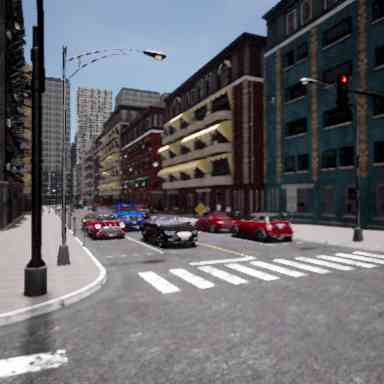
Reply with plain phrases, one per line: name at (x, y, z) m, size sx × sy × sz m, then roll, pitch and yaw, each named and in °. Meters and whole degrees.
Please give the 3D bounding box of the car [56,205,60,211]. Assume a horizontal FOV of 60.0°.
car at (-32.204, 4.008, 82.044) m, size 1.752 × 1.417 × 4.829 m, roll -1°, pitch -1°, yaw -24°

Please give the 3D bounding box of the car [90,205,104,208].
car at (-9.574, 2.560, 36.683) m, size 2.128 × 1.511 × 4.902 m, roll 0°, pitch -2°, yaw -24°

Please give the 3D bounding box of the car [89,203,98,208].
car at (-22.839, 3.674, 80.311) m, size 2.192 × 1.841 × 5.009 m, roll -1°, pitch -1°, yaw -24°

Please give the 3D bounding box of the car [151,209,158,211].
car at (-4.997, 2.677, 39.674) m, size 1.947 × 1.339 × 4.313 m, roll -1°, pitch -1°, yaw -24°

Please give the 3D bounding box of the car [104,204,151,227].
car at (-5.354, 1.993, 27.038) m, size 2.150 × 2.045 × 5.566 m, roll 0°, pitch -2°, yaw -24°

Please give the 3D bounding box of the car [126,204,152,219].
car at (-7.231, 2.583, 44.758) m, size 2.192 × 1.841 × 5.009 m, roll -1°, pitch -1°, yaw -24°

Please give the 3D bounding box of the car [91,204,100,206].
car at (-16.429, 3.311, 59.602) m, size 1.994 × 1.385 × 4.181 m, roll 0°, pitch -2°, yaw -24°

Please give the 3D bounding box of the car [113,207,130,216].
car at (-11.685, 3.163, 54.910) m, size 1.802 × 1.307 × 4.206 m, roll -1°, pitch -1°, yaw -24°

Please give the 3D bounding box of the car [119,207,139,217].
car at (-9.456, 2.975, 49.832) m, size 2.008 × 1.369 × 4.403 m, roll -1°, pitch -1°, yaw -24°

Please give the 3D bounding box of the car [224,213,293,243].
car at (3.927, 1.925, 19.364) m, size 1.967 × 1.590 × 4.097 m, roll -1°, pitch -1°, yaw -24°

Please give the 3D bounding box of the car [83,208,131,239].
car at (-5.518, 2.055, 21.253) m, size 1.967 × 1.590 × 4.097 m, roll -1°, pitch -1°, yaw -24°

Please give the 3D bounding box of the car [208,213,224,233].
car at (1.696, 2.224, 24.439) m, size 1.802 × 1.307 × 4.206 m, roll -1°, pitch -1°, yaw -24°

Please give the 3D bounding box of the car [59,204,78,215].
car at (-21.125, 3.150, 56.806) m, size 1.967 × 1.590 × 4.097 m, roll -1°, pitch -1°, yaw -24°

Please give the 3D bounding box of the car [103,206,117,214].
car at (-16.145, 3.458, 65.069) m, size 1.947 × 1.339 × 4.313 m, roll -1°, pitch -1°, yaw -24°

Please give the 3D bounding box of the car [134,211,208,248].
car at (-1.303, 1.978, 17.802) m, size 2.128 × 1.511 × 4.902 m, roll 0°, pitch -2°, yaw -24°
